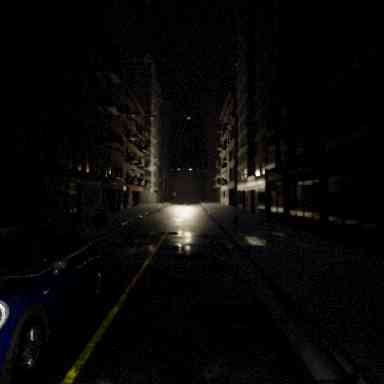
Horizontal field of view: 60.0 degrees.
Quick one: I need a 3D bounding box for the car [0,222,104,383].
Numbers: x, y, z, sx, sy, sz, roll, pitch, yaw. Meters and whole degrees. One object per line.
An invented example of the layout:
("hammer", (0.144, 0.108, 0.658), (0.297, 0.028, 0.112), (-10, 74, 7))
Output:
("car", (-3.003, 1.403, 5.510), (2.097, 1.767, 4.553), (0, -1, 0))
